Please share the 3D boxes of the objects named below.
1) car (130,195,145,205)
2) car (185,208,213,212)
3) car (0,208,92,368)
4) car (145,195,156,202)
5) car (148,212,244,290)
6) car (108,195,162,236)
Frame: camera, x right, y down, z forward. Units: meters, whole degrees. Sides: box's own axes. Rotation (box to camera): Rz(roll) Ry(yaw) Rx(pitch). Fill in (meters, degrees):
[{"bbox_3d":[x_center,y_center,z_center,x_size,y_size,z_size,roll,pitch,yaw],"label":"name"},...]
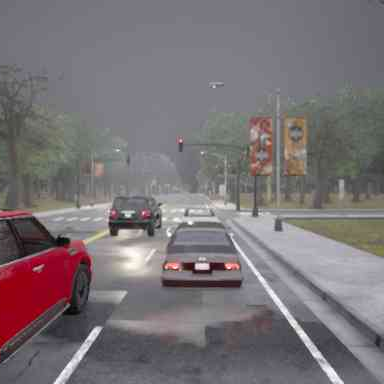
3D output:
[{"bbox_3d":[-9.120,1.339,56.038,1.812,1.442,4.674,0,0,1],"label":"car"},{"bbox_3d":[0.357,1.531,18.744,1.895,1.301,4.718,0,0,-2],"label":"car"},{"bbox_3d":[-3.062,1.206,4.278,2.150,2.045,5.566,0,0,0],"label":"car"},{"bbox_3d":[-8.861,1.296,71.434,1.812,1.442,4.674,0,0,1],"label":"car"},{"bbox_3d":[0.238,1.512,9.093,2.033,1.411,5.357,0,0,1],"label":"car"},{"bbox_3d":[-2.902,1.155,17.938,2.150,2.045,5.566,0,0,1],"label":"car"}]
